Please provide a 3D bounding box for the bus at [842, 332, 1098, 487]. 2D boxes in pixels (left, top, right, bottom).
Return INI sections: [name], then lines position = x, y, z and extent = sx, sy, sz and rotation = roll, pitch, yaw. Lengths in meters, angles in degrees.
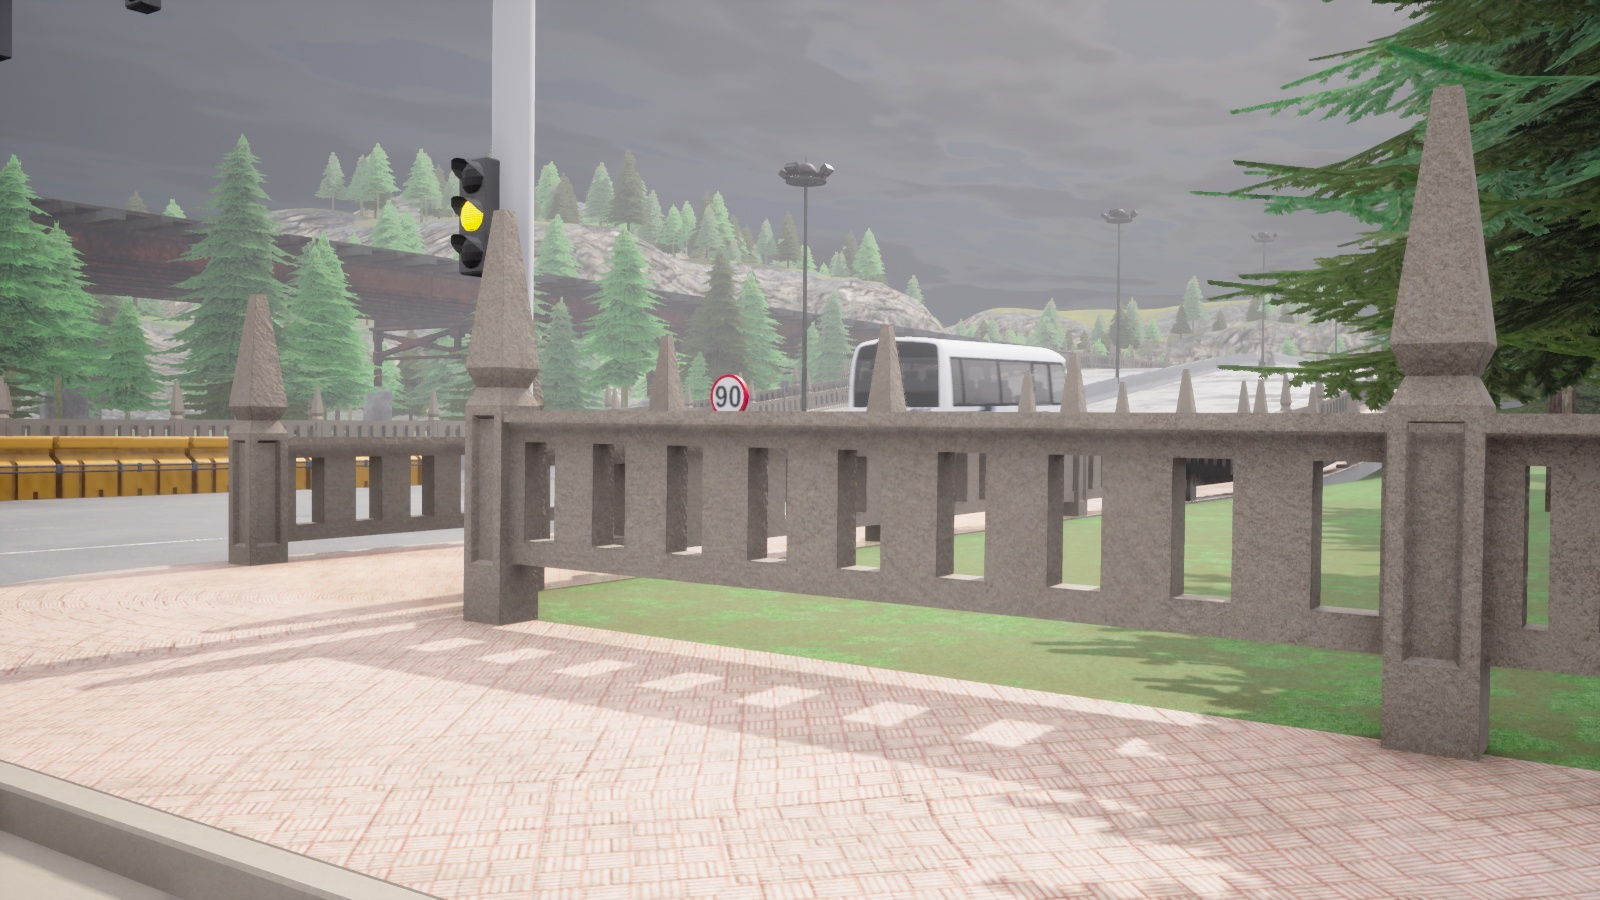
[bus]
position = 5.754, -1.361, 40.026
extent = 3.944, 4.253, 10.273
rotation = 0, 3, 33
